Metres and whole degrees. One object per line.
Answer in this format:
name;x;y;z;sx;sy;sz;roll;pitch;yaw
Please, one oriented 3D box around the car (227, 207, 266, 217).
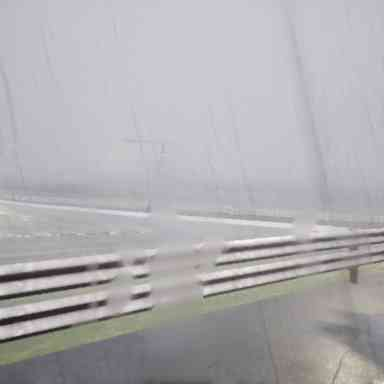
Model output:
car;6.898;2.648;42.321;4.902;1.511;2.128;2;-2;22
